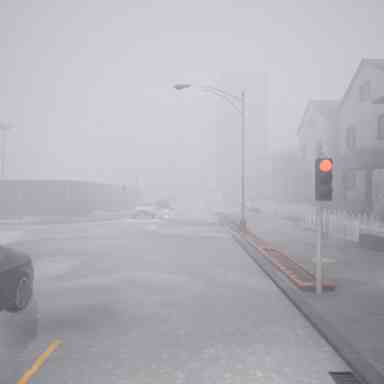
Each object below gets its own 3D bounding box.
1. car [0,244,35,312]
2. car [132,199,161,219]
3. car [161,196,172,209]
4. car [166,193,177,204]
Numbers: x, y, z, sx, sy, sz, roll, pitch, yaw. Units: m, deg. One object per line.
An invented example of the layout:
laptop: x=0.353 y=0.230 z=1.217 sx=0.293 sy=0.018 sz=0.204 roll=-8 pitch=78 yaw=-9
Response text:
car: x=-4.100 y=1.526 z=5.017 sx=1.812 sy=1.442 sz=4.674 roll=0 pitch=0 yaw=0
car: x=-4.095 y=1.526 z=29.571 sx=1.812 sy=1.442 sz=4.674 roll=0 pitch=0 yaw=0
car: x=-4.094 y=1.601 z=44.817 sx=1.895 sy=1.301 sz=4.718 roll=0 pitch=0 yaw=0
car: x=-3.997 y=1.248 z=62.710 sx=2.150 sy=2.045 sz=5.566 roll=0 pitch=0 yaw=0
